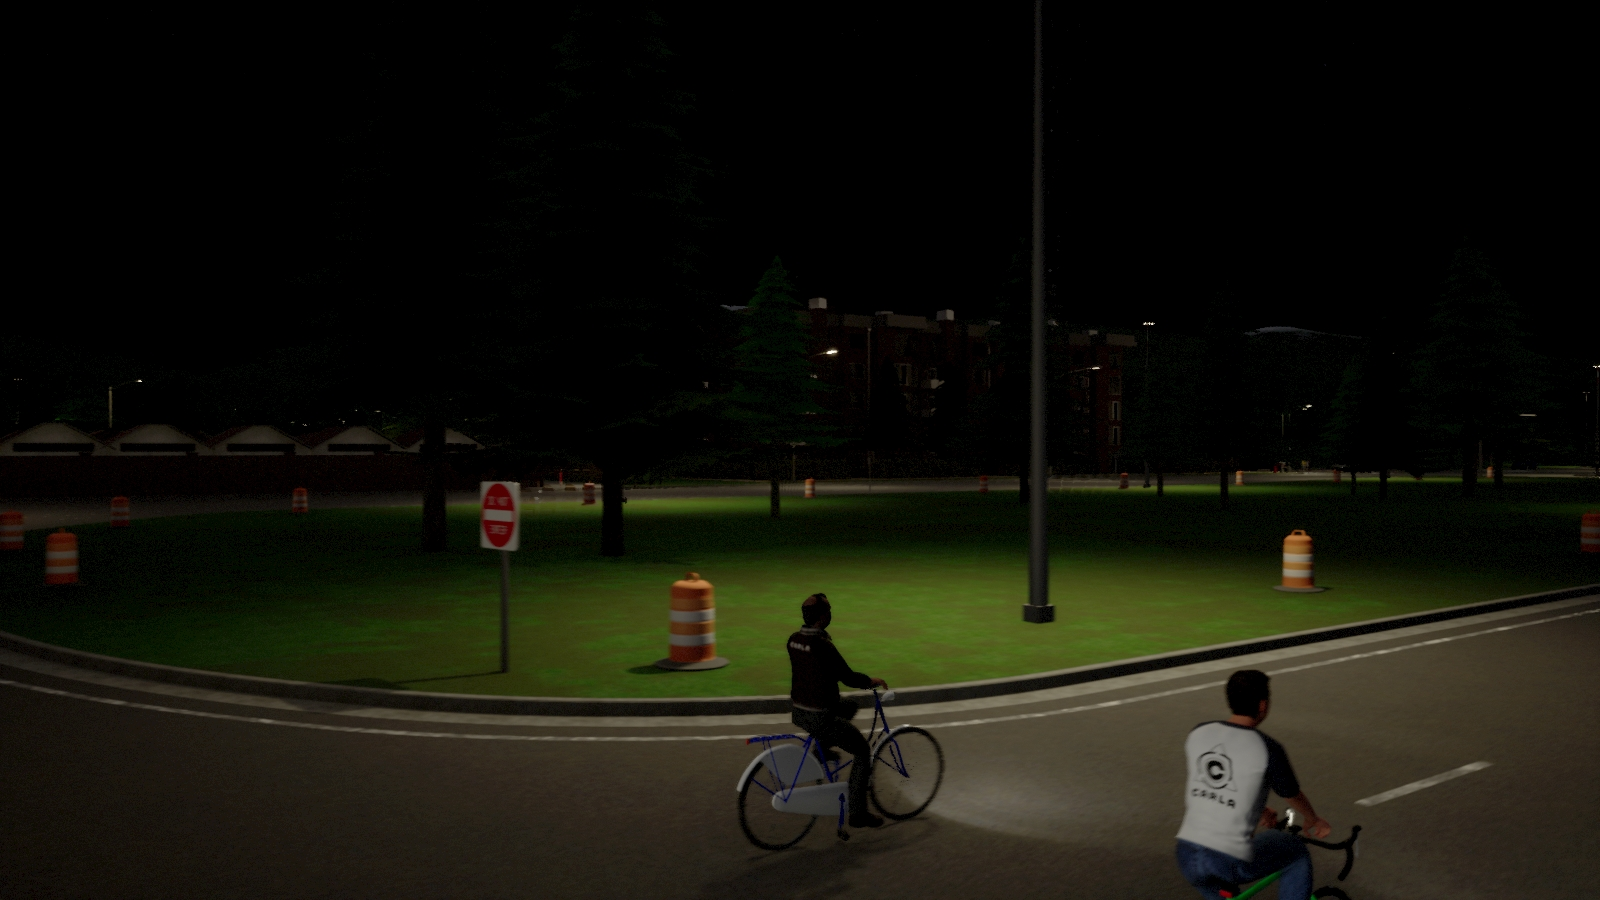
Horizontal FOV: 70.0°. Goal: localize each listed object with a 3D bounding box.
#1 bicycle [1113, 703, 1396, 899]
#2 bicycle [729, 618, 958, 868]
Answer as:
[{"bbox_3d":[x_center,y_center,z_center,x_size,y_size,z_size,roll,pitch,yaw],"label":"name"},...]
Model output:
[{"bbox_3d":[2.141,2.056,5.285,1.643,1.496,0.373,0,0,-35],"label":"bicycle"},{"bbox_3d":[0.356,2.060,8.315,1.835,1.471,0.329,0,0,-35],"label":"bicycle"}]
